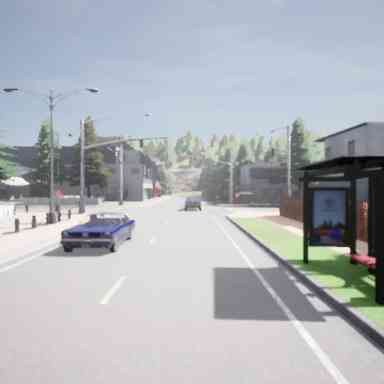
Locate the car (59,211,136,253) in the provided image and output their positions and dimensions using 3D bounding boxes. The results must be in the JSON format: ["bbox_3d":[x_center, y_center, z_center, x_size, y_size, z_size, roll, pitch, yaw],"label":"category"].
[{"bbox_3d":[-3.560,1.490,13.364,1.895,1.301,4.718,0,0,0],"label":"car"}]

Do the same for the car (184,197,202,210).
[{"bbox_3d":[0.096,1.235,37.271,2.033,1.411,5.357,0,0,0],"label":"car"}]
